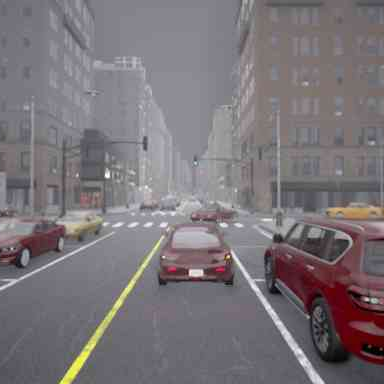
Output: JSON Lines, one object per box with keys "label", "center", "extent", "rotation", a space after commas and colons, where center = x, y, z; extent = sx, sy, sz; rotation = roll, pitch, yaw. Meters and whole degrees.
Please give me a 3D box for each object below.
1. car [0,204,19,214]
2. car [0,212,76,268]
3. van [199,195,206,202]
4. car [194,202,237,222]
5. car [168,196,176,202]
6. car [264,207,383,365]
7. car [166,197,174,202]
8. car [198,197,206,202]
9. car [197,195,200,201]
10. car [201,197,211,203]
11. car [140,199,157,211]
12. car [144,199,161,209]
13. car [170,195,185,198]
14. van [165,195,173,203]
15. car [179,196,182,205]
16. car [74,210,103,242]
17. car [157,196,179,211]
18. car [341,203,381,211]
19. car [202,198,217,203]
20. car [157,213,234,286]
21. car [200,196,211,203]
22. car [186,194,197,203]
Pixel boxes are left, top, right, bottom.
{"label": "car", "center": [-17.255, 1.316, 28.300], "extent": [4.553, 1.767, 2.097], "rotation": [1, -1, 0]}
{"label": "car", "center": [-5.847, 1.595, 11.482], "extent": [1.887, 1.381, 4.507], "rotation": [1, 0, 0]}
{"label": "van", "center": [2.690, 1.612, 61.137], "extent": [1.690, 1.788, 3.998], "rotation": [1, 0, 0]}
{"label": "car", "center": [1.807, 1.709, 25.239], "extent": [1.895, 1.301, 4.718], "rotation": [0, 0, 29]}
{"label": "car", "center": [-5.831, 1.983, 95.181], "extent": [2.008, 1.369, 4.403], "rotation": [1, 0, 0]}
{"label": "car", "center": [2.679, 1.341, 5.848], "extent": [2.192, 1.841, 5.009], "rotation": [1, 0, 0]}
{"label": "car", "center": [-5.832, 1.987, 89.508], "extent": [1.802, 1.307, 4.206], "rotation": [1, 0, 0]}
{"label": "car", "center": [2.693, 1.971, 89.502], "extent": [1.947, 1.339, 4.313], "rotation": [1, 0, 0]}
{"label": "car", "center": [2.692, 1.612, 66.810], "extent": [2.192, 1.841, 5.009], "rotation": [1, 0, 0]}
{"label": "car", "center": [2.685, 1.801, 49.788], "extent": [1.802, 1.307, 4.206], "rotation": [1, 0, 0]}
{"label": "car", "center": [-5.841, 1.739, 44.126], "extent": [1.887, 1.381, 4.507], "rotation": [1, 0, 0]}
{"label": "car", "center": [-5.840, 1.764, 49.799], "extent": [1.887, 1.381, 4.507], "rotation": [1, 0, 0]}
{"label": "car", "center": [-3.022, 1.832, 64.147], "extent": [2.033, 1.411, 5.357], "rotation": [0, 0, 1]}
{"label": "van", "center": [-5.831, 1.719, 83.837], "extent": [1.690, 1.788, 3.998], "rotation": [1, 0, 0]}
{"label": "car", "center": [-3.079, 1.801, 53.709], "extent": [1.994, 1.385, 4.181], "rotation": [0, 0, 0]}
{"label": "car", "center": [-5.846, 1.600, 16.937], "extent": [1.752, 1.417, 4.829], "rotation": [1, 0, 0]}
{"label": "car", "center": [-3.087, 1.697, 43.745], "extent": [1.837, 1.490, 4.892], "rotation": [0, 0, 0]}
{"label": "car", "center": [15.131, 1.771, 31.308], "extent": [5.008, 1.535, 1.882], "rotation": [0, -1, 1]}
{"label": "car", "center": [2.685, 1.776, 44.115], "extent": [1.802, 1.307, 4.206], "rotation": [1, 0, 0]}
{"label": "car", "center": [0.093, 1.567, 9.417], "extent": [1.812, 1.442, 4.674], "rotation": [0, 0, 0]}
{"label": "car", "center": [2.687, 1.827, 55.462], "extent": [1.802, 1.307, 4.206], "rotation": [1, 0, 0]}
{"label": "car", "center": [0.018, 1.918, 83.849], "extent": [2.033, 1.411, 5.357], "rotation": [0, 0, 0]}
